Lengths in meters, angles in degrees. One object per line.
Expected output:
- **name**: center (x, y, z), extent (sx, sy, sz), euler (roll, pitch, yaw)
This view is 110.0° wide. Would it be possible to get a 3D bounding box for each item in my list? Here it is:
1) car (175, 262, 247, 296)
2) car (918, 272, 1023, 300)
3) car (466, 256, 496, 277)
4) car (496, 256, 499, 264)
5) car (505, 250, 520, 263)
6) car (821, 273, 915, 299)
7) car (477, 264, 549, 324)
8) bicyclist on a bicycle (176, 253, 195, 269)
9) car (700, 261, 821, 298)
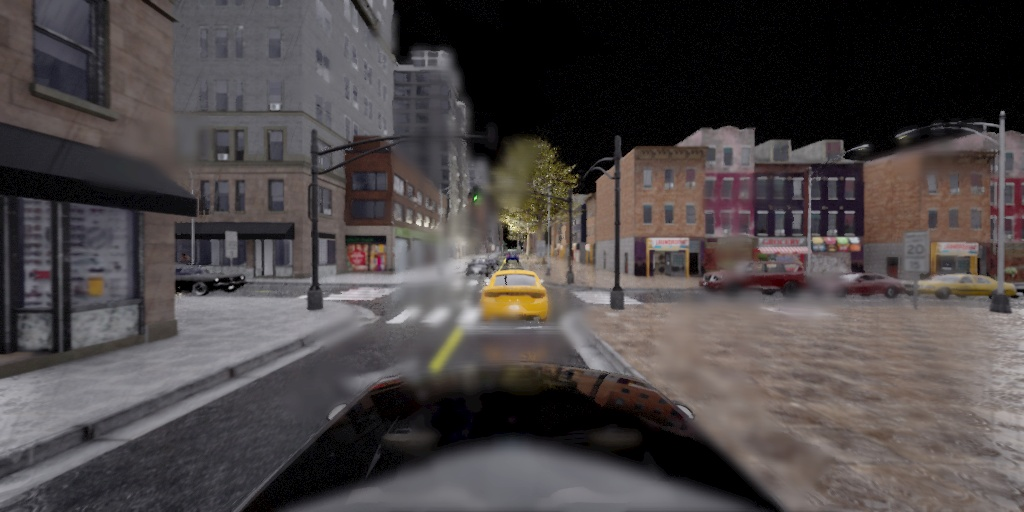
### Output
- **car**: center (-14.869, 1.072, 16.217), extent (4.718, 1.301, 1.895), euler (1, 0, 0)
- **car**: center (23.337, 1.543, 18.907), extent (4.829, 1.417, 1.751), euler (0, 0, 0)
- **car**: center (-2.839, 0.960, 31.485), extent (2.128, 1.511, 4.902), euler (0, 1, 1)
- **car**: center (-2.844, 0.882, 41.326), extent (1.895, 1.301, 4.718), euler (0, 1, 0)
- **car**: center (0.099, 0.086, 60.293), extent (2.150, 2.045, 5.566), euler (0, 1, 0)
- **car**: center (18.105, 1.523, 18.899), extent (4.207, 1.307, 1.802), euler (0, 0, 0)
- **car**: center (0.100, 1.199, 11.850), extent (1.882, 1.535, 5.008), euler (0, 1, 0)
- **bicyclist on a bicycle**: center (-20.136, 0.640, 22.114), extent (0.582, 1.620, 1.656), euler (1, 1, 0)
- **car**: center (12.703, 1.179, 18.891), extent (5.009, 1.841, 2.192), euler (0, 0, 0)
